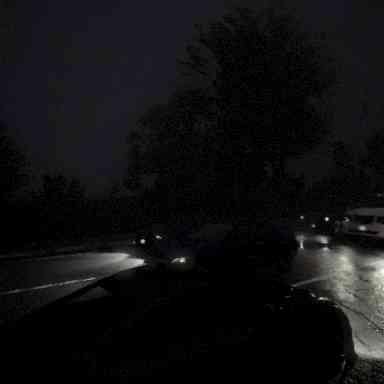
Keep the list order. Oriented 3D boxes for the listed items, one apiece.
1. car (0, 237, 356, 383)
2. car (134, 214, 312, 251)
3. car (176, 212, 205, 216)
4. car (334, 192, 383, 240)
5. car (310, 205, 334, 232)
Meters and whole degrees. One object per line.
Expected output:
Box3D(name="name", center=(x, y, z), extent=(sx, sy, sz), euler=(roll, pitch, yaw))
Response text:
Box3D(name="car", center=(-0.029, 1.541, 3.740), extent=(4.181, 1.385, 1.994), euler=(-1, 0, -36))
Box3D(name="car", center=(0.984, 1.459, 9.026), extent=(4.674, 1.442, 1.812), euler=(-1, 0, -36))
Box3D(name="car", center=(-0.071, 1.485, 12.579), extent=(4.181, 1.385, 1.994), euler=(-1, 0, -36))
Box3D(name="car", center=(8.966, 1.042, 14.801), extent=(5.566, 2.045, 2.150), euler=(-1, 1, -36))
Box3D(name="car", center=(8.049, 1.407, 18.454), extent=(4.718, 1.301, 1.895), euler=(-1, 0, -36))
